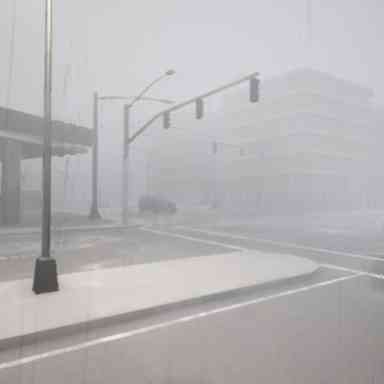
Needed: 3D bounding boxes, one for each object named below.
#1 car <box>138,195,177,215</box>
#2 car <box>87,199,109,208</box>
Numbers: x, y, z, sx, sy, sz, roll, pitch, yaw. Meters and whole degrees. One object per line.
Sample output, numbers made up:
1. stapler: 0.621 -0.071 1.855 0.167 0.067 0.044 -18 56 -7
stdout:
1. car: -3.896 1.393 36.530 2.150 2.045 5.566 1 0 -36
2. car: -14.206 1.769 50.523 1.895 1.301 4.718 1 0 -36
